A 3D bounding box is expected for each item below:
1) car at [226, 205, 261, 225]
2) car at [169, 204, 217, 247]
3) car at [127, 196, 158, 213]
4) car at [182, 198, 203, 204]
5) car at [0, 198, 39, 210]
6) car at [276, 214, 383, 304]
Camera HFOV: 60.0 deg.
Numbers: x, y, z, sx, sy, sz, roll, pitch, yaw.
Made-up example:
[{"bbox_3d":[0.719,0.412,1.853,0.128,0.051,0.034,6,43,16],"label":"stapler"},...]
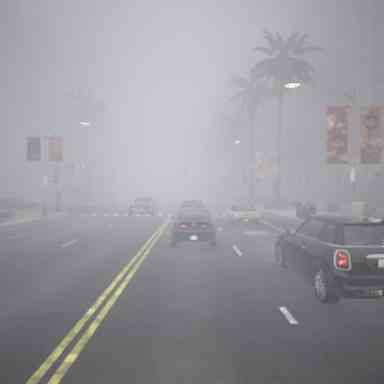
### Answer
[{"bbox_3d":[3.523,1.548,23.751,1.895,1.301,4.718,0,0,0],"label":"car"},{"bbox_3d":[0.059,1.470,14.776,1.837,1.490,4.892,0,0,0],"label":"car"},{"bbox_3d":[-3.582,1.059,24.719,1.837,1.490,4.892,0,0,0],"label":"car"},{"bbox_3d":[0.021,1.299,23.882,2.097,1.767,4.553,0,0,0],"label":"car"},{"bbox_3d":[-22.129,1.450,41.583,5.357,1.411,2.033,0,0,0],"label":"car"},{"bbox_3d":[3.582,1.333,8.267,2.097,1.767,4.553,0,0,0],"label":"car"}]
